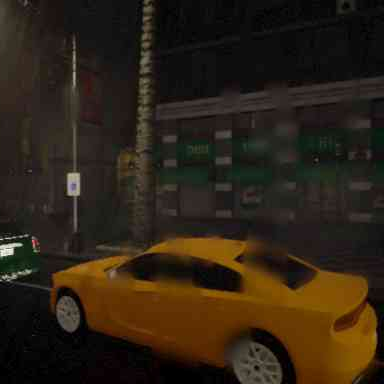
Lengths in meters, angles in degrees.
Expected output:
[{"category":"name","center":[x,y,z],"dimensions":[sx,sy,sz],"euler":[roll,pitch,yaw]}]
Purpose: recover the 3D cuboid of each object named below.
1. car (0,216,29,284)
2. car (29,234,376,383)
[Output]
[{"category":"car","center":[-5.954,1.337,8.166],"dimensions":[4.553,1.767,2.097],"euler":[0,0,25]},{"category":"car","center":[-0.061,1.456,5.077],"dimensions":[5.008,1.535,1.882],"euler":[0,0,31]}]
